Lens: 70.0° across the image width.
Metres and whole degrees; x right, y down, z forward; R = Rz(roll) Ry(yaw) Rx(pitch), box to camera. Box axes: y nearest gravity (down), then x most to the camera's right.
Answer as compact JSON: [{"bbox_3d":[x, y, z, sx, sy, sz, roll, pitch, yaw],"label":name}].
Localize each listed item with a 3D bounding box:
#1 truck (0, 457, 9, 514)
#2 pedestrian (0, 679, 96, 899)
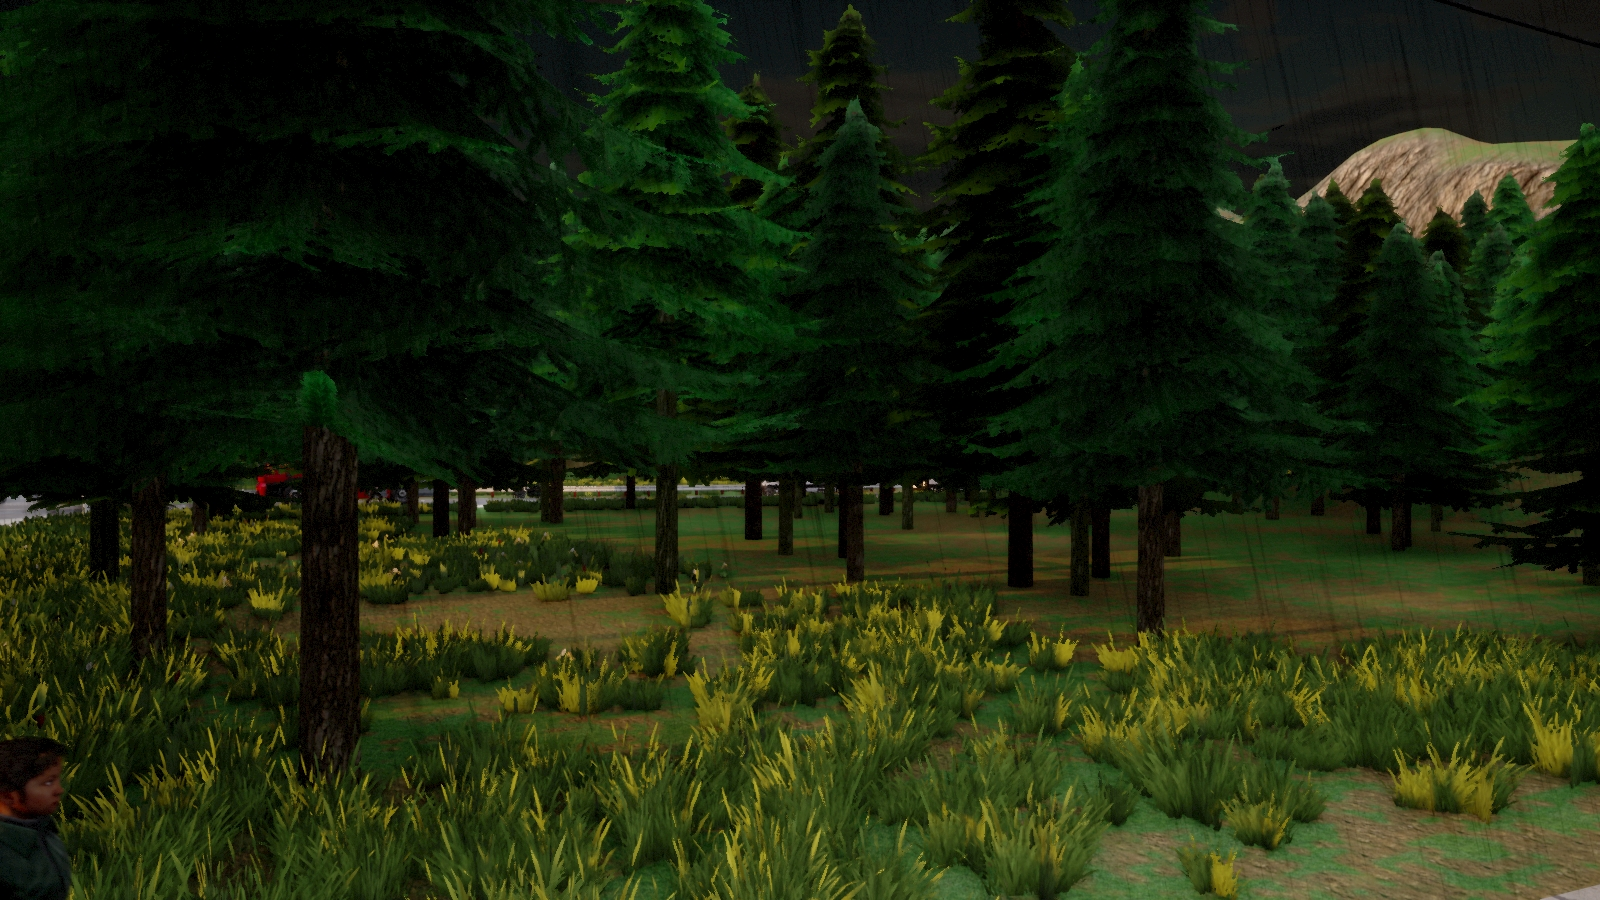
[{"bbox_3d":[-38.055,1.557,50.127,5.204,2.467,2.627,0,0,-28],"label":"truck"},{"bbox_3d":[-2.425,1.663,3.454,0.375,1.860,0.375,0,0,-4],"label":"pedestrian"}]
